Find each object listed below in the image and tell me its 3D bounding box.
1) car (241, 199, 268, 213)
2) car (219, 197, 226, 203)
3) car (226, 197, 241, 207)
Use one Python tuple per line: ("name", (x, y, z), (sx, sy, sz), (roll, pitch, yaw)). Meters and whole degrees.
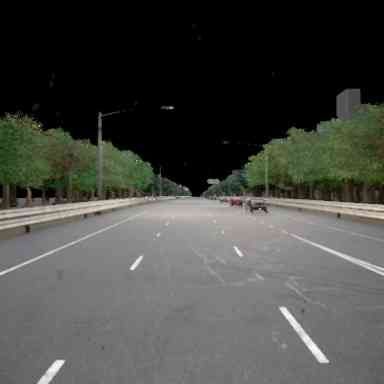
("car", (7.011, 1.513, 36.675), (1.837, 1.490, 4.892), (0, 0, 0))
("car", (7.164, 1.855, 76.339), (1.895, 1.301, 4.718), (0, -1, 0))
("car", (7.056, 1.545, 53.769), (1.882, 1.535, 5.008), (0, 0, 0))
